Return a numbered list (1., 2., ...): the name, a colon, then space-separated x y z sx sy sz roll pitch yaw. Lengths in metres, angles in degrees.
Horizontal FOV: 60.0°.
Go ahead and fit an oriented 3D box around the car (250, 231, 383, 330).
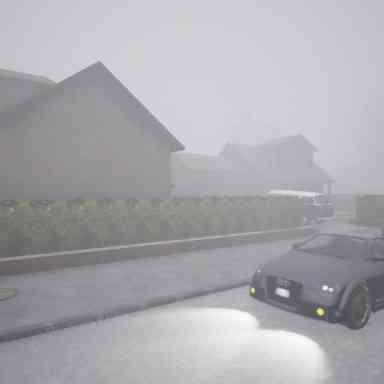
1. car: 3.179 1.564 6.963 4.181 1.385 1.994 0 0 -36
